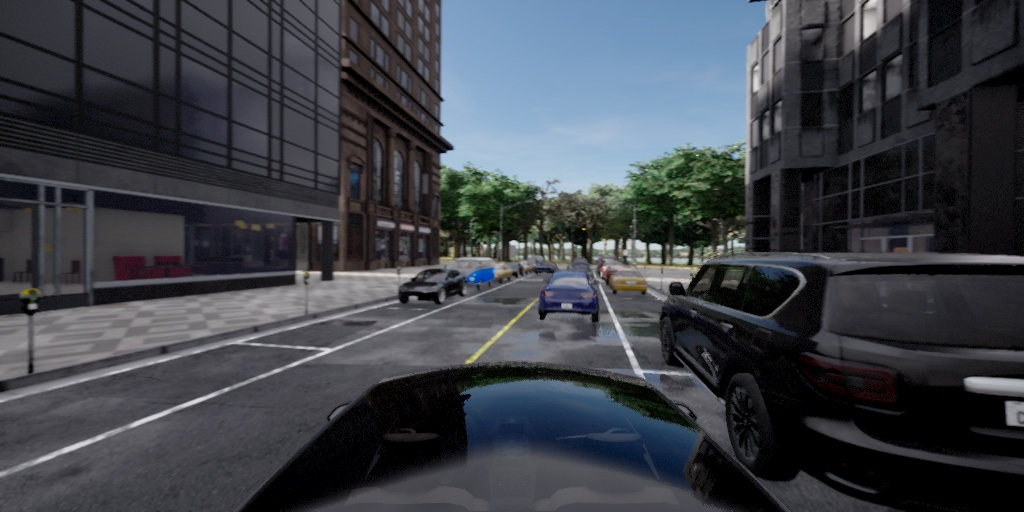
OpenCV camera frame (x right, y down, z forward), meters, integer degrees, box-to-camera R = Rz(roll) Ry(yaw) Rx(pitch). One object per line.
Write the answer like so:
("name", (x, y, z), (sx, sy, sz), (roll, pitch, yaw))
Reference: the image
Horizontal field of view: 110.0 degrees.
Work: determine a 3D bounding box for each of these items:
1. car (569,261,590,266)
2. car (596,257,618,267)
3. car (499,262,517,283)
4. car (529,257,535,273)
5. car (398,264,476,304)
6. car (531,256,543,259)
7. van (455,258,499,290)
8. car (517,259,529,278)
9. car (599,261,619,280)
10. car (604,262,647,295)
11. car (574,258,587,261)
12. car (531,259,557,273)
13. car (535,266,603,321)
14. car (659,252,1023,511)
("car", (4.649, 1.271, 25.228), (1.895, 1.301, 4.718), (0, 0, 12))
("car", (8.332, 1.116, 29.962), (1.967, 1.591, 4.097), (0, 0, 12))
("car", (-1.146, 1.146, 26.181), (1.751, 1.417, 4.829), (0, 0, 12))
("car", (1.038, 1.112, 36.835), (1.751, 1.417, 4.829), (0, 0, 12))
("car", (-3.295, 1.221, 15.694), (1.948, 1.339, 4.313), (0, 0, 12))
("car", (2.164, 1.011, 42.328), (1.967, 1.591, 4.097), (0, 0, 12))
("van", (-2.203, 0.978, 21.021), (1.690, 1.789, 3.998), (0, 0, 12))
("car", (-0.020, 1.169, 31.674), (1.948, 1.339, 4.313), (0, 0, 12))
("car", (7.240, 1.238, 24.636), (1.888, 1.381, 4.507), (0, 0, 12))
("car", (6.182, 1.235, 19.475), (1.751, 1.417, 4.829), (0, 0, 12))
("car", (8.166, 0.966, 42.872), (2.097, 1.767, 4.553), (0, 0, 12))
("car", (3.391, 1.215, 34.917), (1.895, 1.301, 4.718), (0, 0, 12))
("car", (2.003, 1.238, 12.321), (1.812, 1.442, 4.674), (0, 0, 12))
("car", (3.501, 0.982, 4.645), (2.150, 2.045, 5.566), (0, 0, 12))
